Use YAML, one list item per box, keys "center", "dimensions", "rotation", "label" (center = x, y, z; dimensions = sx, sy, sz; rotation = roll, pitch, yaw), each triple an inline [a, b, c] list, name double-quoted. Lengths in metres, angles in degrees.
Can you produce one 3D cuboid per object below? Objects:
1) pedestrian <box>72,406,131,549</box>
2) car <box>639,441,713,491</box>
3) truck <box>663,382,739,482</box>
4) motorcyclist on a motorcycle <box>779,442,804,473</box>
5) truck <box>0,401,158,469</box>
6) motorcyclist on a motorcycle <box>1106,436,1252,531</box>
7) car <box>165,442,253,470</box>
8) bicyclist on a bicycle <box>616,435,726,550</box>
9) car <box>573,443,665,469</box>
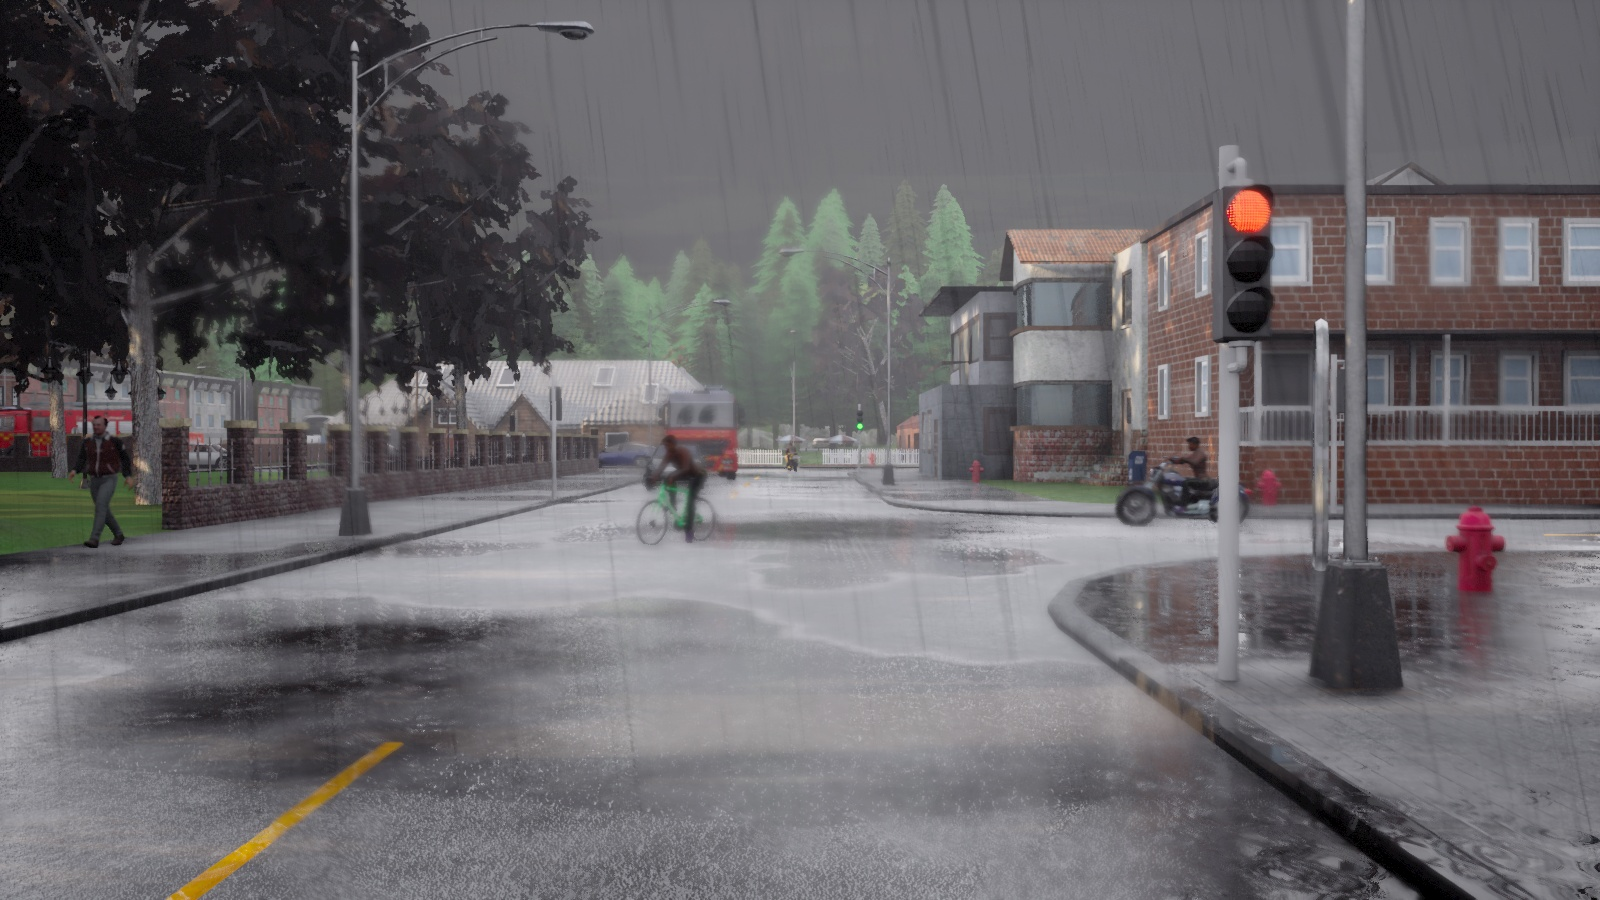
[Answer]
- center: [-9.261, 0.355, 16.670]
  dimensions: [0.376, 1.854, 0.720]
  rotation: [0, 0, 1]
  label: "pedestrian"
- center: [-3.947, 0.470, 40.708]
  dimensions: [2.128, 1.511, 4.902]
  rotation: [0, 0, -3]
  label: "car"
- center: [-4.037, -0.718, 52.503]
  dimensions: [2.891, 3.827, 8.468]
  rotation: [0, 0, -3]
  label: "truck"
- center: [-0.449, 0.364, 64.462]
  dimensions: [0.797, 1.523, 2.044]
  rotation: [-1, 1, -14]
  label: "motorcyclist on a motorcycle"
- center: [-41.623, -0.856, 71.707]
  dimensions: [8.468, 3.827, 2.891]
  rotation: [0, 0, 0]
  label: "truck"
- center: [6.682, 0.577, 22.238]
  dimensions: [2.350, 1.649, 0.766]
  rotation: [0, 0, 0]
  label: "motorcyclist on a motorcycle"
- center: [-31.765, 0.305, 67.616]
  dimensions: [3.806, 1.475, 1.970]
  rotation: [0, 0, -1]
  label: "car"
- center: [-1.891, 0.593, 18.563]
  dimensions: [0.582, 1.620, 1.656]
  rotation: [3, 2, 40]
  label: "bicyclist on a bicycle"
- center: [-10.305, 0.334, 71.581]
  dimensions: [4.792, 1.488, 2.163]
  rotation: [0, 0, 7]
  label: "car"
